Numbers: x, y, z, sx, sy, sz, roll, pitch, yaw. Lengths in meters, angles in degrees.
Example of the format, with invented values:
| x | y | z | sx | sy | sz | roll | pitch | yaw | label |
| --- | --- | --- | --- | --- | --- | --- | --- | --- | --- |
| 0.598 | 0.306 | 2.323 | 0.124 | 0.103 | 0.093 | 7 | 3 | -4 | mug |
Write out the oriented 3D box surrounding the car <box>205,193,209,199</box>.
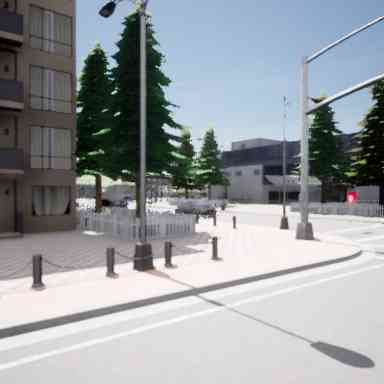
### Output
| x | y | z | sx | sy | sz | roll | pitch | yaw | label |
| --- | --- | --- | --- | --- | --- | --- | --- | --- | --- |
| 2.615 | 0.975 | 91.312 | 1.905 | 1.878 | 3.866 | 0 | 0 | -37 | car |

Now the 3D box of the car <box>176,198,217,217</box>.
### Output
| x | y | z | sx | sy | sz | roll | pitch | yaw | label |
| --- | --- | --- | --- | --- | --- | --- | --- | --- | --- |
| 0.371 | 1.542 | 29.719 | 1.994 | 1.385 | 4.181 | 0 | 0 | -37 | car |

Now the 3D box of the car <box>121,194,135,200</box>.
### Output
| x | y | z | sx | sy | sz | roll | pitch | yaw | label |
| --- | --- | --- | --- | --- | --- | --- | --- | --- | --- |
| -16.499 | 1.323 | 85.996 | 1.970 | 1.475 | 3.806 | 0 | 0 | -37 | car |

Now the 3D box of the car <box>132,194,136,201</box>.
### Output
| x | y | z | sx | sy | sz | roll | pitch | yaw | label |
| --- | --- | --- | --- | --- | --- | --- | --- | --- | --- |
| -14.460 | 1.319 | 78.264 | 1.845 | 1.501 | 3.633 | 0 | 0 | -37 | car |

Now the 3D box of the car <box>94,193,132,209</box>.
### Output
| x | y | z | sx | sy | sz | roll | pitch | yaw | label |
| --- | --- | --- | --- | --- | --- | --- | --- | --- | --- |
| -10.548 | 1.307 | 44.253 | 2.150 | 2.045 | 5.566 | 0 | 0 | -37 | car |

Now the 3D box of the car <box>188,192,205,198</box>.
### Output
| x | y | z | sx | sy | sz | roll | pitch | yaw | label |
| --- | --- | --- | --- | --- | --- | --- | --- | --- | --- |
| 0.530 | 1.002 | 89.247 | 1.932 | 1.855 | 4.605 | 0 | 0 | -37 | car |
